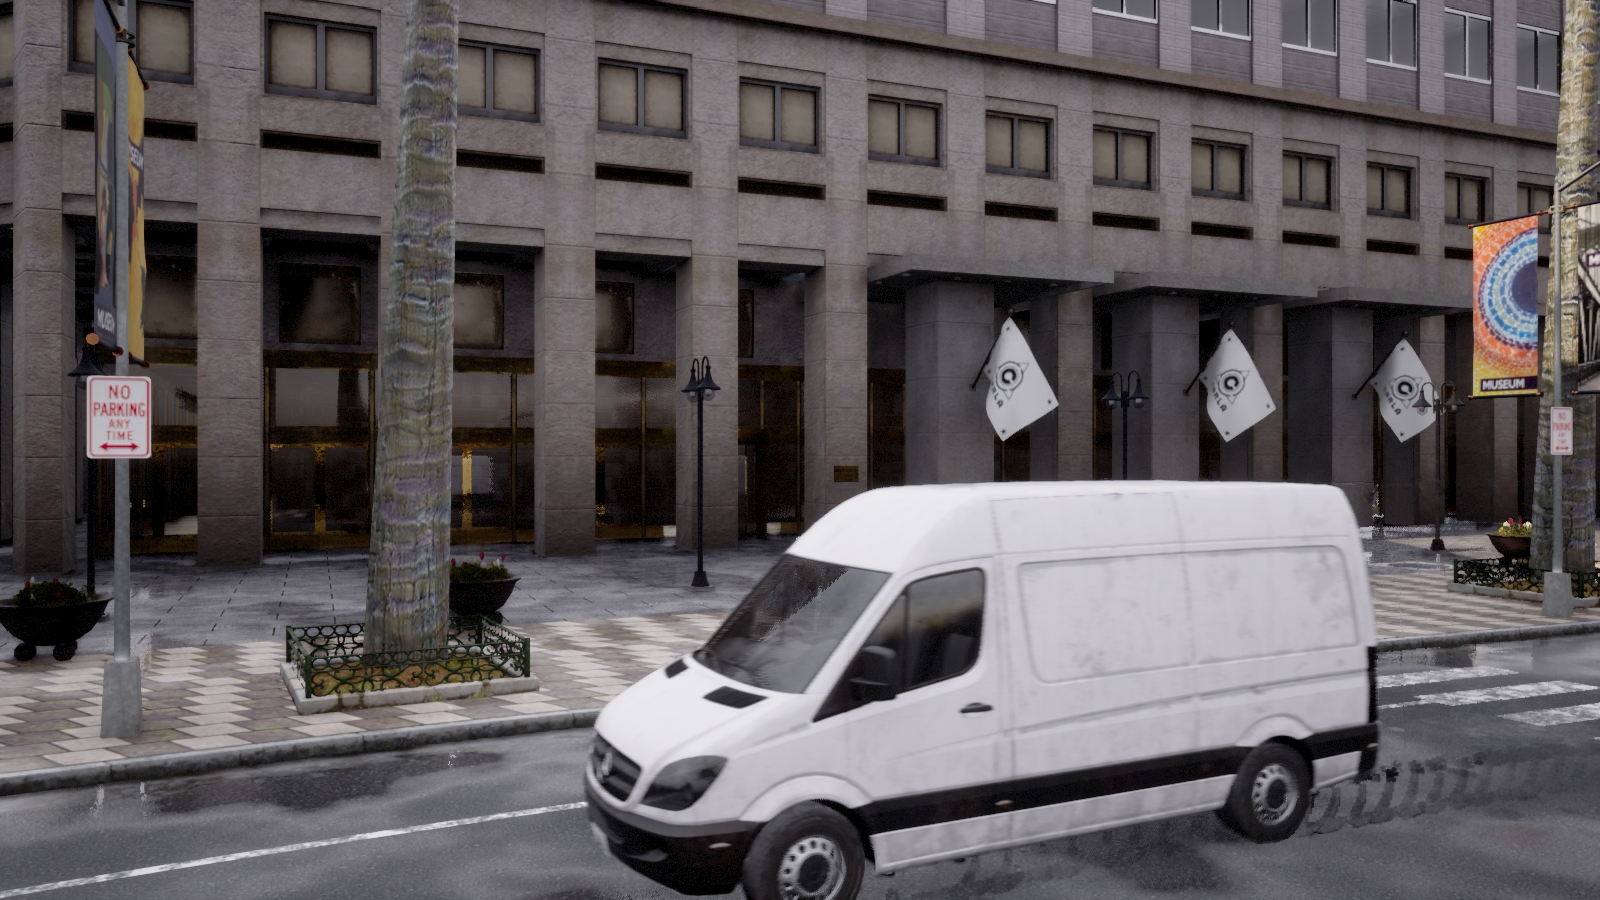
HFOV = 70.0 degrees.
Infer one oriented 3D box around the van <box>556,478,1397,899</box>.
[{"bbox_3d":[1.407,1.534,8.294,5.915,2.561,1.988,0,0,-25],"label":"van"}]
